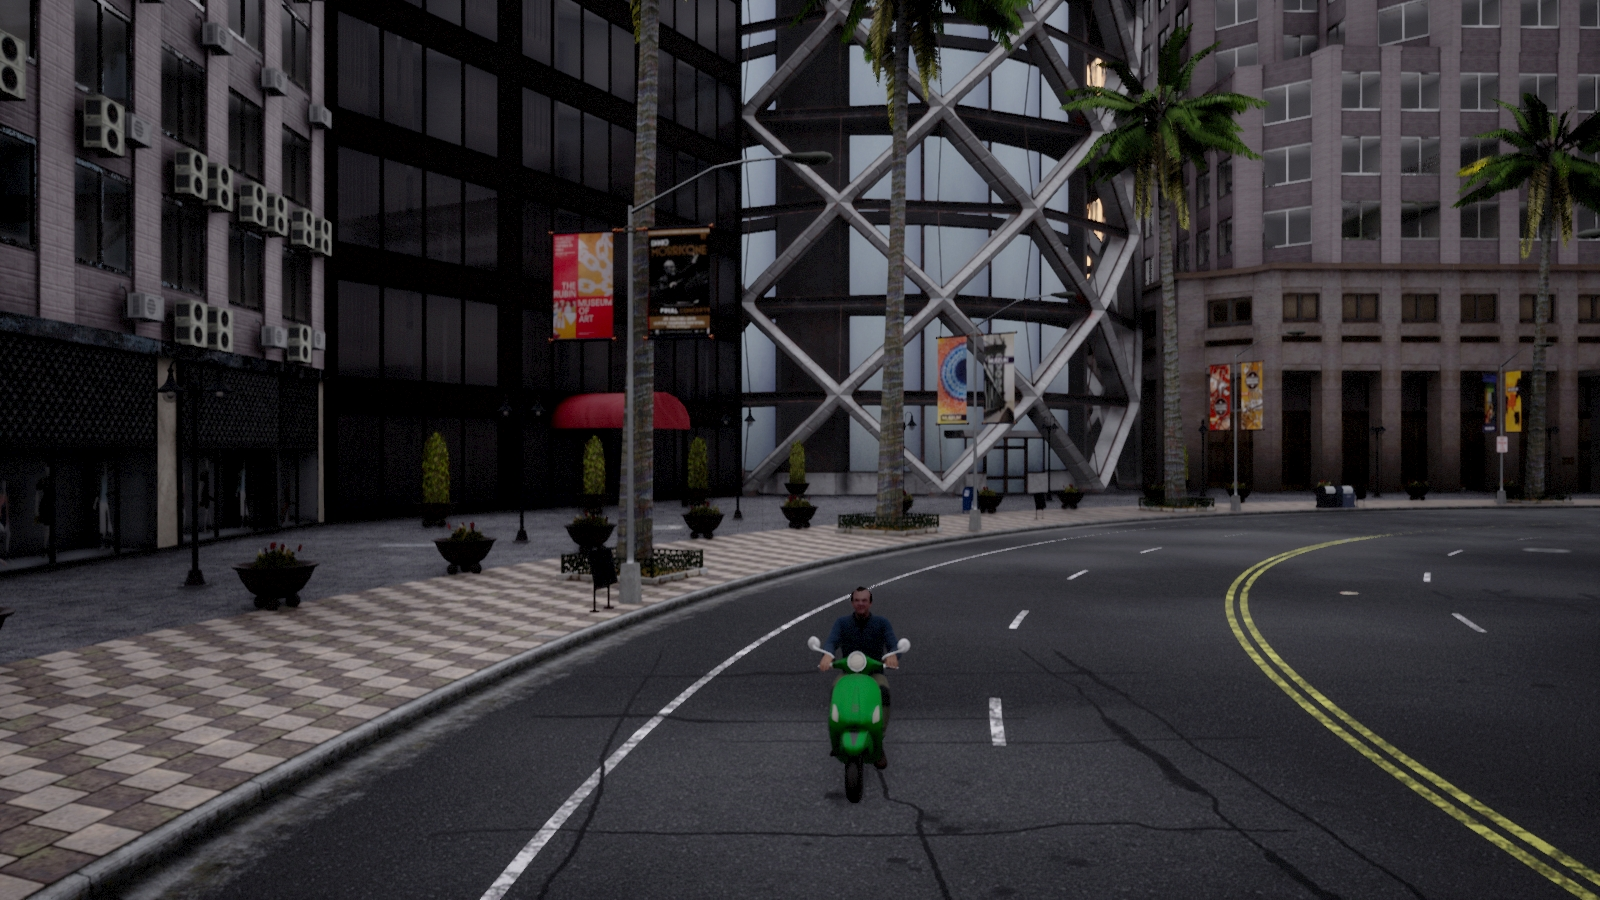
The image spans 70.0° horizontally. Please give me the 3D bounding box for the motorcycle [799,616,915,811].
[{"bbox_3d":[0.533,2.187,9.821,0.856,1.236,1.805,0,0,7],"label":"motorcycle"}]
